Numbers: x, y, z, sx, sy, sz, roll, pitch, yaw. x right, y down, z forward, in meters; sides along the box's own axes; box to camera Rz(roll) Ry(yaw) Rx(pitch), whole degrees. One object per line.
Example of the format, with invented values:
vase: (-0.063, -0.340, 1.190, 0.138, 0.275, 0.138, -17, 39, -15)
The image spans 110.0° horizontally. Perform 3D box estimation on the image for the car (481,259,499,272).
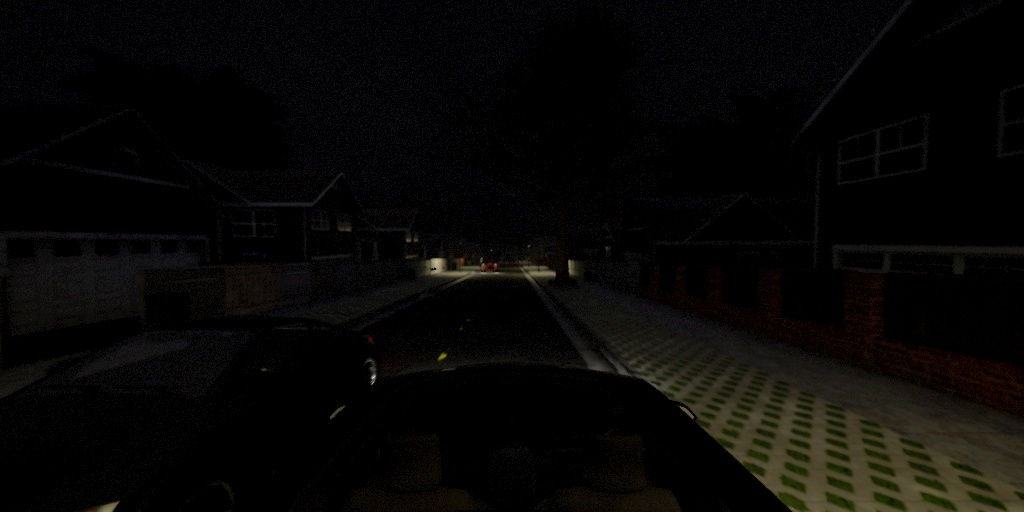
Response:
car: (-2.818, 1.146, 46.550, 2.097, 1.767, 4.553, 0, 0, 0)

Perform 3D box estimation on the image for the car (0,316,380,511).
car: (-2.851, 1.315, 3.380, 1.994, 1.385, 4.181, 0, 0, 0)
